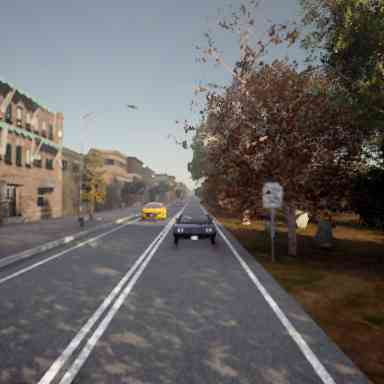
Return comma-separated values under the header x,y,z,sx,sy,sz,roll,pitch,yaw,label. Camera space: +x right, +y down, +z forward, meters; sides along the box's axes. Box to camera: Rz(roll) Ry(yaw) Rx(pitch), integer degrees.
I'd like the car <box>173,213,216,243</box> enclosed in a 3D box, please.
x,y,z,sx,sy,sz,roll,pitch,yaw,label
0.116,1.670,16.339,1.895,1.301,4.718,0,0,0,car

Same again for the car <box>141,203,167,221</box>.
x,y,z,sx,sy,sz,roll,pitch,yaw,label
-3.296,1.687,29.534,1.882,1.535,5.008,0,-1,0,car

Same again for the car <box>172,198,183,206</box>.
x,y,z,sx,sy,sz,roll,pitch,yaw,label
-3.042,2.057,70.379,2.097,1.767,4.553,0,-1,0,car
